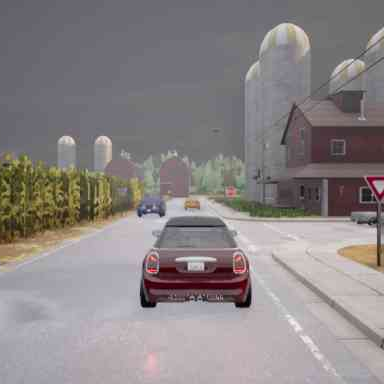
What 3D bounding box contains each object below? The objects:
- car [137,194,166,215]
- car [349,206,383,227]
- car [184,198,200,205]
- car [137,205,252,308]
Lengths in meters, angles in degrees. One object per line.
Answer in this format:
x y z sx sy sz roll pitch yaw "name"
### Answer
-3.625 1.222 30.641 2.150 2.045 5.566 0 0 0 "car"
12.935 1.573 21.717 4.718 1.301 1.895 0 0 -1 "car"
-0.058 1.476 44.133 1.882 1.535 5.008 0 0 -4 "car"
0.075 1.352 8.082 2.097 1.767 4.553 0 0 0 "car"
